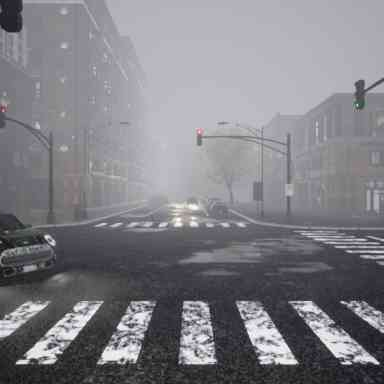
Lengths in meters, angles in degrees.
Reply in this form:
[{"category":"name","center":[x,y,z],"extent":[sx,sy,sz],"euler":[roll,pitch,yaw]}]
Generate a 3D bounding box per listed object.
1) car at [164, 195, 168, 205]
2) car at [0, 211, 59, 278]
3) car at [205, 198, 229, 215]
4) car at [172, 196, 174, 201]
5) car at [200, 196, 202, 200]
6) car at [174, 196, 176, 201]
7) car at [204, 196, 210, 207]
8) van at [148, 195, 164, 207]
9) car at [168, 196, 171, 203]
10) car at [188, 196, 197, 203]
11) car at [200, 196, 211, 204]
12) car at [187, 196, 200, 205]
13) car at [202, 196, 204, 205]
[{"category":"car","center":[-5.632,1.652,56.423],"extent":[1.802,1.307,4.206],"euler":[0,0,0]},{"category":"car","center":[-5.970,1.352,9.754],"extent":[4.553,1.767,2.097],"euler":[0,0,34]},{"category":"car","center":[2.725,1.580,33.625],"extent":[2.008,1.369,4.403],"euler":[0,0,0]},{"category":"car","center":[-5.614,1.663,73.513],"extent":[2.008,1.369,4.403],"euler":[0,0,0]},{"category":"car","center":[2.755,1.634,62.109],"extent":[2.008,1.369,4.403],"euler":[0,0,0]},{"category":"car","center":[-5.597,1.687,90.434],"extent":[1.752,1.417,4.829],"euler":[0,0,0]},{"category":"car","center":[2.731,1.479,39.323],"extent":[1.967,1.590,4.097],"euler":[0,0,0]},{"category":"van","center":[-5.638,1.399,50.726],"extent":[1.690,1.788,3.998],"euler":[0,0,0]},{"category":"car","center":[-5.626,1.398,62.120],"extent":[2.192,1.841,5.009],"euler":[0,0,0]},{"category":"car","center":[0.075,1.541,70.818],"extent":[1.812,1.442,4.674],"euler":[0,0,0]},{"category":"car","center":[2.760,1.537,67.806],"extent":[1.967,1.590,4.097],"euler":[0,0,0]},{"category":"car","center":[0.065,1.556,60.401],"extent":[1.882,1.535,5.008],"euler":[0,0,0]},{"category":"car","center":[2.737,1.488,45.019],"extent":[1.967,1.590,4.097],"euler":[0,0,0]}]
